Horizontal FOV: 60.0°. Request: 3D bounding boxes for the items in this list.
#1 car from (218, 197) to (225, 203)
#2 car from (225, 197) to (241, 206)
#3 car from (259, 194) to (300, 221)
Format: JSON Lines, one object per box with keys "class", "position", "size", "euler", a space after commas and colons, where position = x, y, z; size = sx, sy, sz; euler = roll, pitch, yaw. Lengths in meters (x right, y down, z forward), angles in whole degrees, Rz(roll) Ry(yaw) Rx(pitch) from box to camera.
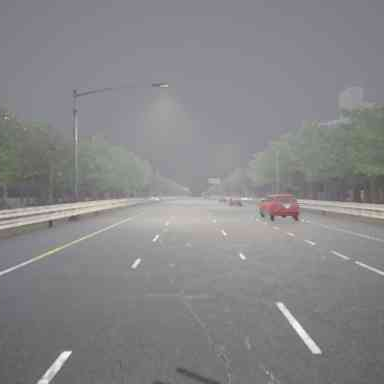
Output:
{"class": "car", "position": [7.254, 1.870, 79.193], "size": [2.128, 1.511, 4.902], "euler": [0, -1, 0]}
{"class": "car", "position": [7.110, 1.624, 55.519], "size": [1.812, 1.442, 4.674], "euler": [0, 0, 0]}
{"class": "car", "position": [7.017, 1.213, 27.062], "size": [2.150, 2.045, 5.566], "euler": [0, 0, 0]}
